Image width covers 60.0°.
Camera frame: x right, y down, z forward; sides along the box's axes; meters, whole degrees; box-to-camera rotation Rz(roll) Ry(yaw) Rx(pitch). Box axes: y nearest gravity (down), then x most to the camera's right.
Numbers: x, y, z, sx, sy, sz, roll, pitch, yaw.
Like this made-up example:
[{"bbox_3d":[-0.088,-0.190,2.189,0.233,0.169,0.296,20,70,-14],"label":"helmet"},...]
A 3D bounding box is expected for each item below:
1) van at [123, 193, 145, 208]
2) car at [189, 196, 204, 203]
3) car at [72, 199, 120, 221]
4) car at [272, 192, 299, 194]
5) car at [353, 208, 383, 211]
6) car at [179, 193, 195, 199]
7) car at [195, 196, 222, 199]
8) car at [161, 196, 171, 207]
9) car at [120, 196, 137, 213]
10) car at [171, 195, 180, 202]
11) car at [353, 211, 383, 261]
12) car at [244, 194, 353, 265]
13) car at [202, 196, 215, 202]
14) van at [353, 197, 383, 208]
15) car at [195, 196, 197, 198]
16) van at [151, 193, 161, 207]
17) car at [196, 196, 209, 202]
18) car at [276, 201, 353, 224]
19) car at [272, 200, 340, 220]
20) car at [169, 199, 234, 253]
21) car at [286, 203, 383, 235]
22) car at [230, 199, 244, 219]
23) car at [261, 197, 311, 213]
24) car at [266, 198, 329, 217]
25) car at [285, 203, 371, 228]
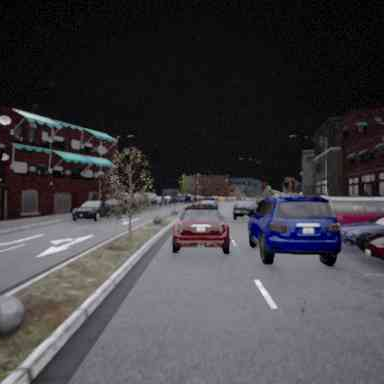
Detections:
[{"bbox_3d":[-6.565,1.091,37.336,1.878,1.987,4.442,0,0,8],"label":"van"},{"bbox_3d":[1.129,1.614,75.581,2.231,1.521,4.892,0,-1,16],"label":"car"},{"bbox_3d":[-7.745,1.391,26.449,2.097,1.535,5.008,0,0,5],"label":"car"},{"bbox_3d":[10.501,1.027,40.330,5.566,2.045,2.435,0,0,9],"label":"car"},{"bbox_3d":[8.062,1.505,13.030,4.674,1.452,2.002,0,0,3],"label":"car"},{"bbox_3d":[-1.651,1.164,64.690,2.435,2.045,5.566,0,-1,14],"label":"car"},{"bbox_3d":[1.455,1.396,29.124,1.837,1.490,4.892,0,1,6],"label":"car"},{"bbox_3d":[-4.889,1.330,48.419,2.002,1.452,4.674,0,0,10],"label":"car"},{"bbox_3d":[-7.214,1.385,31.916,2.163,1.488,4.792,0,0,7],"label":"car"},{"bbox_3d":[-3.910,1.350,53.875,2.002,1.452,4.674,0,0,11],"label":"car"},{"bbox_3d":[7.947,1.504,10.417,4.792,1.488,2.163,0,0,2],"label":"car"},{"bbox_3d":[3.310,1.197,11.757,2.150,2.045,5.566,0,-1,3],"label":"car"},{"bbox_3d":[4.280,1.893,86.054,2.163,1.488,4.792,0,-1,18],"label":"car"},{"bbox_3d":[8.300,1.227,15.734,4.442,1.987,1.878,0,0,3],"label":"van"},{"bbox_3d":[-0.314,1.377,70.136,2.185,1.767,4.553,0,-1,15],"label":"car"},{"bbox_3d":[-5.807,1.066,42.823,1.878,1.987,4.442,0,0,9],"label":"van"},{"bbox_3d":[2.634,1.776,80.787,2.002,1.452,4.674,0,-1,17],"label":"car"},{"bbox_3d":[8.676,1.433,23.919,4.792,1.488,2.163,0,0,5],"label":"car"},{"bbox_3d":[8.963,1.413,26.633,4.792,1.488,2.163,0,0,6],"label":"car"},{"bbox_3d":[0.411,1.325,13.779,2.097,1.767,4.553,0,0,3],"label":"car"},{"bbox_3d":[8.144,1.435,18.481,5.366,1.575,1.946,0,0,4],"label":"car"},{"bbox_3d":[4.290,1.500,27.372,1.895,1.301,4.718,0,0,6],"label":"car"},{"bbox_3d":[9.777,1.341,34.913,4.792,1.488,2.163,0,0,8],"label":"car"},{"bbox_3d":[9.186,1.362,29.356,4.892,1.521,2.231,0,0,6],"label":"car"},{"bbox_3d":[8.506,1.462,21.193,4.674,1.452,2.002,0,0,4],"label":"car"}]
